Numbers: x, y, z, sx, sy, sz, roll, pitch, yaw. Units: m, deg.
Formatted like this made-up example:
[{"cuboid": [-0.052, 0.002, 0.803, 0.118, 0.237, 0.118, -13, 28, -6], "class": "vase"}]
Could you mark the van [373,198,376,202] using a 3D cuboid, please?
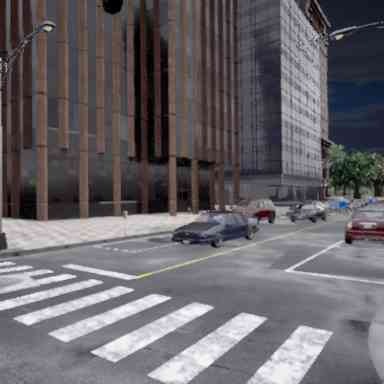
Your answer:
[{"cuboid": [36.124, 1.724, 68.634, 1.690, 1.788, 3.998, -1, -1, 36], "class": "van"}]

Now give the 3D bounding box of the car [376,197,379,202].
[{"cuboid": [39.192, 1.934, 72.915, 1.752, 1.417, 4.829, -1, -1, 36], "class": "car"}]

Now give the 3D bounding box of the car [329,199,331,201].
[{"cuboid": [13.874, 1.732, 37.542, 1.752, 1.417, 4.829, -1, -1, 36], "class": "car"}]

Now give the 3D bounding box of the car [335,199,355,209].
[{"cuboid": [23.467, 1.831, 50.945, 2.008, 1.369, 4.403, -1, -1, 36], "class": "car"}]

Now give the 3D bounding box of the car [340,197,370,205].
[{"cuboid": [21.054, 1.697, 42.835, 2.128, 1.511, 4.902, -1, -1, 36], "class": "car"}]

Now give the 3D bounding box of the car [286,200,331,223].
[{"cuboid": [9.368, 1.643, 26.647, 1.812, 1.442, 4.674, -1, -1, 35], "class": "car"}]

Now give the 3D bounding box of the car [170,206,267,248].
[{"cuboid": [1.305, 1.605, 15.406, 2.033, 1.411, 5.357, -1, -1, 36], "class": "car"}]

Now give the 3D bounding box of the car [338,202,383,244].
[{"cuboid": [8.245, 1.426, 15.034, 1.967, 1.590, 4.097, -1, -1, 36], "class": "car"}]

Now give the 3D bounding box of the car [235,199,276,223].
[{"cuboid": [4.476, 1.451, 24.418, 2.192, 1.841, 5.009, -1, -1, 36], "class": "car"}]

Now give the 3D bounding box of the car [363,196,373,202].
[{"cuboid": [32.962, 1.922, 64.209, 1.947, 1.339, 4.313, -1, -1, 36], "class": "car"}]

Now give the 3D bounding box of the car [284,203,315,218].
[{"cuboid": [10.809, 1.765, 33.258, 1.802, 1.307, 4.206, -1, -1, 36], "class": "car"}]

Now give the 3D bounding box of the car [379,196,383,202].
[{"cuboid": [42.456, 2.002, 77.474, 1.947, 1.339, 4.313, -1, -1, 36], "class": "car"}]

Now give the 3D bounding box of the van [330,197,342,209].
[{"cuboid": [20.300, 1.597, 46.526, 1.690, 1.788, 3.998, -1, -1, 36], "class": "van"}]
